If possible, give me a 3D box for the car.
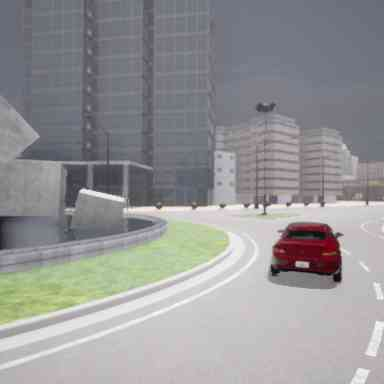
[{"bbox_3d":[3.595,1.651,10.317,1.812,1.442,4.674,1,0,22],"label":"car"}]
